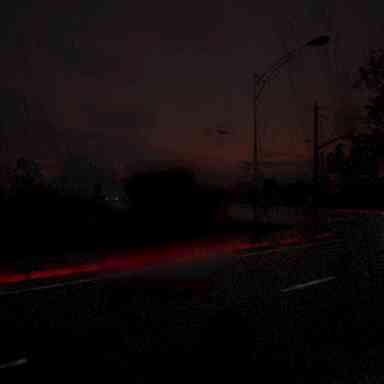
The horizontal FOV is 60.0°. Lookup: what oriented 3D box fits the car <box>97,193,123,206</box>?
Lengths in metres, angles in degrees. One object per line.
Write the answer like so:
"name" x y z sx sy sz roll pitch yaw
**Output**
"car" -13.254 1.276 52.287 2.097 1.767 4.553 0 0 -38
